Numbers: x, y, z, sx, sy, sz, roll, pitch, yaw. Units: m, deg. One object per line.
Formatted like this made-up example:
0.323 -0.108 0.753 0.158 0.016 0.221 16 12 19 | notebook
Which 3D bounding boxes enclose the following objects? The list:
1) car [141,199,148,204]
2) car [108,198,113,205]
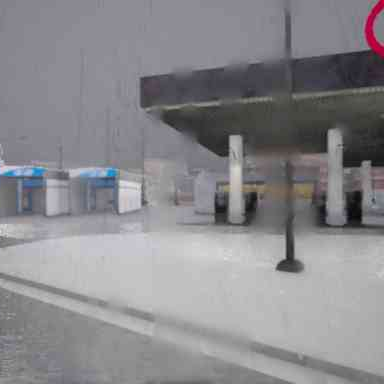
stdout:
-11.658 2.015 71.769 4.181 1.385 1.994 0 0 -39 | car
-16.683 2.037 71.262 2.033 1.411 5.357 -1 0 35 | car
